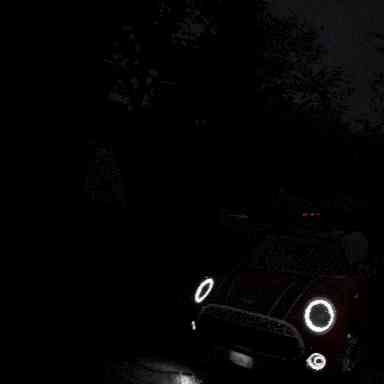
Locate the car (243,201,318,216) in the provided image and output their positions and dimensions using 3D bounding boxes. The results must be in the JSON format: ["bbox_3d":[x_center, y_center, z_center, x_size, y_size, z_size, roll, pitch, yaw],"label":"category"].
[{"bbox_3d":[5.754,1.270,21.890,2.033,1.411,5.357,2,1,-34],"label":"car"}]

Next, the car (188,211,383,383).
[{"bbox_3d":[1.928,1.398,5.718,2.097,1.767,4.553,0,0,37],"label":"car"}]
